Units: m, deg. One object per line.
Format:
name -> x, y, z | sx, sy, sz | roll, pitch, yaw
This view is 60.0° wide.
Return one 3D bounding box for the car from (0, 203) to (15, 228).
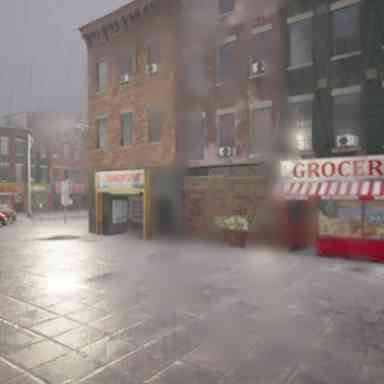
car -> -13.886, 1.490, 20.437 | 2.097, 1.767, 4.553 | 0, 0, 32
